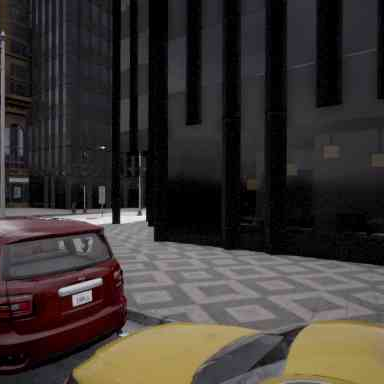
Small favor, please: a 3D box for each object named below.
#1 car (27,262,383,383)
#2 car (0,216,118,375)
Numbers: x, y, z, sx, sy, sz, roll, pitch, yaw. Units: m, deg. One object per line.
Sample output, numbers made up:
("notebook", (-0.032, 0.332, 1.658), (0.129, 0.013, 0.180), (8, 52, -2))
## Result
("car", (1.064, 1.525, 2.200), (4.829, 1.417, 1.752), (0, 0, 35))
("car", (-3.217, 1.314, 5.249), (5.009, 1.841, 2.192), (0, 0, 35))
